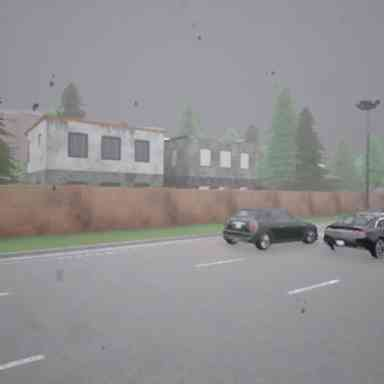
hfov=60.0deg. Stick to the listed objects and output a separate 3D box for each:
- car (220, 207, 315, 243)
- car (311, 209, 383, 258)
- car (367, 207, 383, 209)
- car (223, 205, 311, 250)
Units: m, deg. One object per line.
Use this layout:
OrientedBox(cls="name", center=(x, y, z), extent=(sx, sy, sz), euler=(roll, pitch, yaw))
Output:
OrientedBox(cls="car", center=(4.050, 1.654, 17.701), extent=(4.892, 1.490, 1.837), euler=(0, 0, -27))
OrientedBox(cls="car", center=(7.325, 1.641, 13.378), extent=(4.902, 1.511, 2.128), euler=(1, 0, -35))
OrientedBox(cls="car", center=(15.510, 1.908, 27.286), extent=(4.718, 1.301, 1.895), euler=(1, 0, -38))
OrientedBox(cls="car", center=(3.658, 1.474, 15.078), extent=(4.553, 1.767, 2.097), euler=(1, 0, -36))
